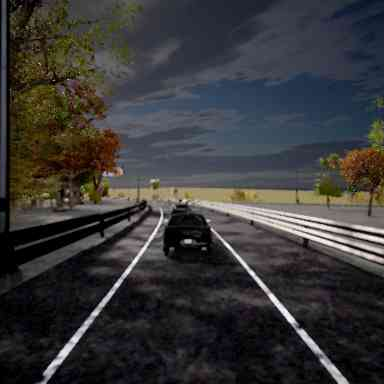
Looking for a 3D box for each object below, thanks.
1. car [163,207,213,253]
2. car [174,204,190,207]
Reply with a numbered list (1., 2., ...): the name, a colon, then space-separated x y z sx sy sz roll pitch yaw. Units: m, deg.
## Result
1. car: -0.198 1.618 14.331 1.882 1.535 5.008 0 0 -1
2. car: -0.886 1.789 28.633 1.837 1.490 4.892 0 0 -3
